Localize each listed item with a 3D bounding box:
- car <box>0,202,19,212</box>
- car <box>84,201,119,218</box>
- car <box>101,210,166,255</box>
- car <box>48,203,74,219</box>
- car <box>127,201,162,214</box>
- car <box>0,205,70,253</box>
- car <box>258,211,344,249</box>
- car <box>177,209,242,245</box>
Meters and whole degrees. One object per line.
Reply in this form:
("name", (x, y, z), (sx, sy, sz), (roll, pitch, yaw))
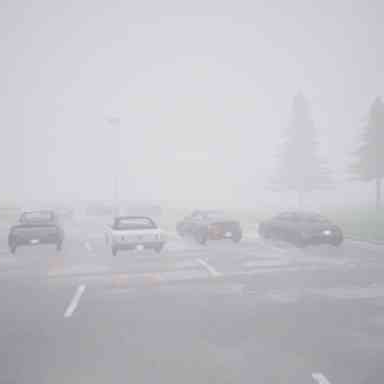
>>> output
("car", (-16.805, 1.634, 29.530), (5.008, 1.535, 1.882), (0, 0, 44))
("car", (-8.477, 1.617, 31.273), (1.812, 1.442, 4.674), (0, 0, -40))
("car", (-2.509, 1.631, 13.664), (1.895, 1.301, 4.718), (0, 0, -18))
("car", (-12.261, 1.684, 29.849), (1.994, 1.385, 4.181), (0, 0, -42))
("car", (-4.638, 1.587, 32.139), (1.812, 1.442, 4.674), (0, 0, -38))
("car", (-6.489, 1.554, 14.222), (2.128, 1.511, 4.902), (0, 0, -20))
("car", (4.629, 1.538, 14.705), (1.994, 1.385, 4.181), (0, 0, -17))
("car", (0.718, 1.532, 15.514), (1.812, 1.442, 4.674), (0, 0, -19))
